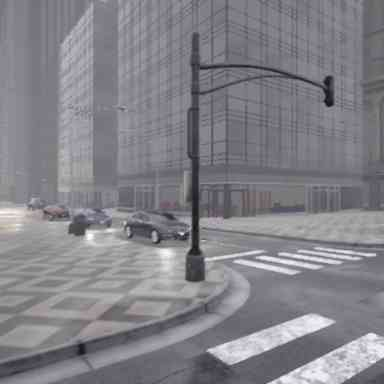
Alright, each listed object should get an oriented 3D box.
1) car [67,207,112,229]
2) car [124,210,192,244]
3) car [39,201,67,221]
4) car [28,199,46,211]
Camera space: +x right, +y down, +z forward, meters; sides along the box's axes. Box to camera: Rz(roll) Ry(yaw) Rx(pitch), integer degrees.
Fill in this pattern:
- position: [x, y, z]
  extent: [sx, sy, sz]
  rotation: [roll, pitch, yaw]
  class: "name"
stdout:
- position: [-7.716, 1.902, 25.405]
  extent: [1.812, 1.442, 4.674]
  rotation: [0, -1, -36]
  class: "car"
- position: [-1.895, 1.728, 17.373]
  extent: [1.837, 1.490, 4.892]
  rotation: [0, -1, -36]
  class: "car"
- position: [-13.658, 2.010, 33.596]
  extent: [1.882, 1.535, 5.008]
  rotation: [0, -1, -36]
  class: "car"
- position: [-26.160, 2.165, 56.267]
  extent: [2.150, 2.045, 5.566]
  rotation: [0, -1, -37]
  class: "car"
